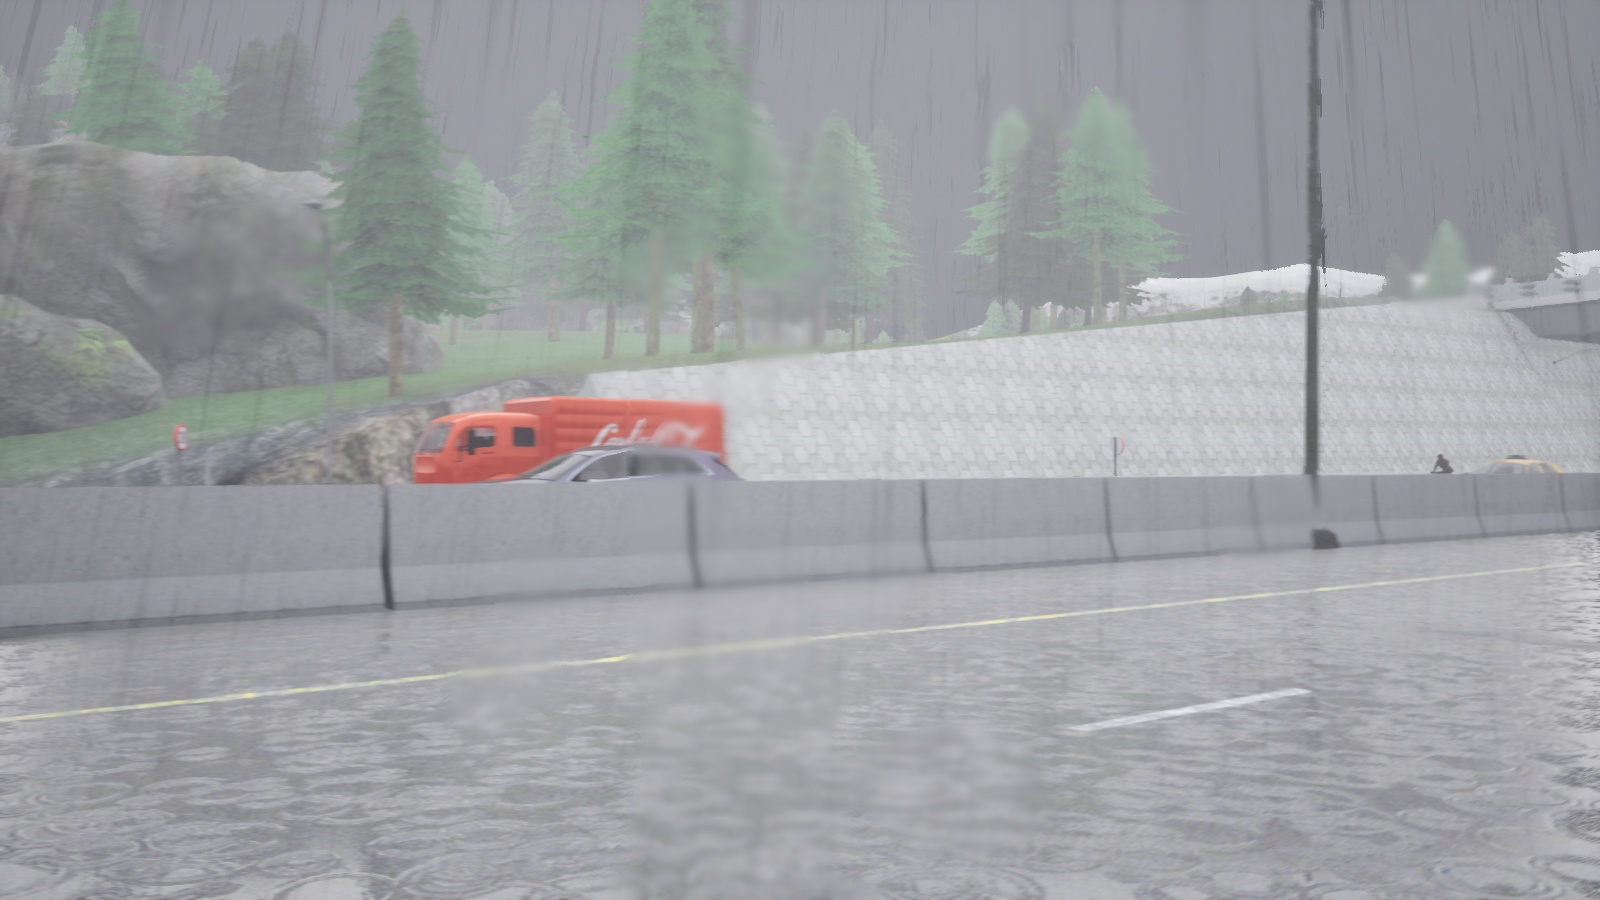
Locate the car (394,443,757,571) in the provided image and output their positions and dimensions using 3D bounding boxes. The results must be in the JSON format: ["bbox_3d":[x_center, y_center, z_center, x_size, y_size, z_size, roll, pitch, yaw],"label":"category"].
[{"bbox_3d":[-3.224,0.748,18.472,4.856,1.649,2.033,0,0,-35],"label":"car"}]

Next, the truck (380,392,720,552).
[{"bbox_3d":[-4.321,0.346,21.974,5.204,2.467,2.627,0,0,-35],"label":"truck"}]

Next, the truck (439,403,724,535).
[{"bbox_3d":[-4.501,0.362,26.113,5.204,2.467,2.627,0,0,-35],"label":"truck"}]

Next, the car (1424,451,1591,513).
[{"bbox_3d":[19.287,0.823,34.138,5.366,1.575,1.801,0,0,-35],"label":"car"}]
